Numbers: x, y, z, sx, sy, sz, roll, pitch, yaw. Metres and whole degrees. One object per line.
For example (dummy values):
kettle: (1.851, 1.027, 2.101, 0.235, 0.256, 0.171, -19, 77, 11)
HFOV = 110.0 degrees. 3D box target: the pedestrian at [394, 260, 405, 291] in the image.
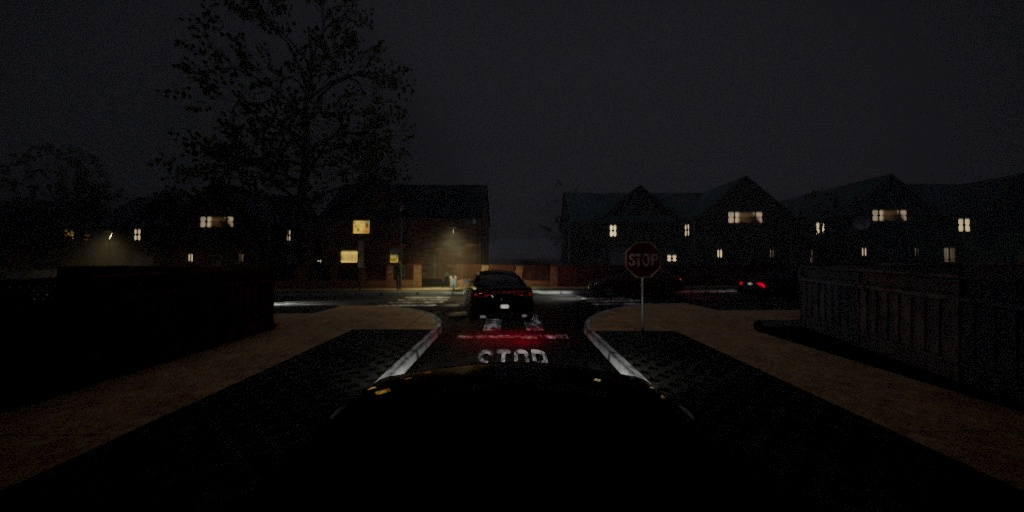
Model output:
pedestrian: (-6.686, 1.108, 21.174, 0.375, 1.860, 0.375, 0, -1, 1)

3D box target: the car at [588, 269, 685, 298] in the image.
car: (6.184, 1.299, 18.061, 4.674, 1.442, 1.812, -1, -1, 1)

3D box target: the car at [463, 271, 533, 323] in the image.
car: (-0.601, 1.233, 12.308, 1.882, 1.535, 5.008, 0, 0, -9)

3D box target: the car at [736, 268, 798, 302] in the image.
car: (12.488, 1.193, 15.026, 5.357, 1.411, 2.033, 0, -1, 1)
